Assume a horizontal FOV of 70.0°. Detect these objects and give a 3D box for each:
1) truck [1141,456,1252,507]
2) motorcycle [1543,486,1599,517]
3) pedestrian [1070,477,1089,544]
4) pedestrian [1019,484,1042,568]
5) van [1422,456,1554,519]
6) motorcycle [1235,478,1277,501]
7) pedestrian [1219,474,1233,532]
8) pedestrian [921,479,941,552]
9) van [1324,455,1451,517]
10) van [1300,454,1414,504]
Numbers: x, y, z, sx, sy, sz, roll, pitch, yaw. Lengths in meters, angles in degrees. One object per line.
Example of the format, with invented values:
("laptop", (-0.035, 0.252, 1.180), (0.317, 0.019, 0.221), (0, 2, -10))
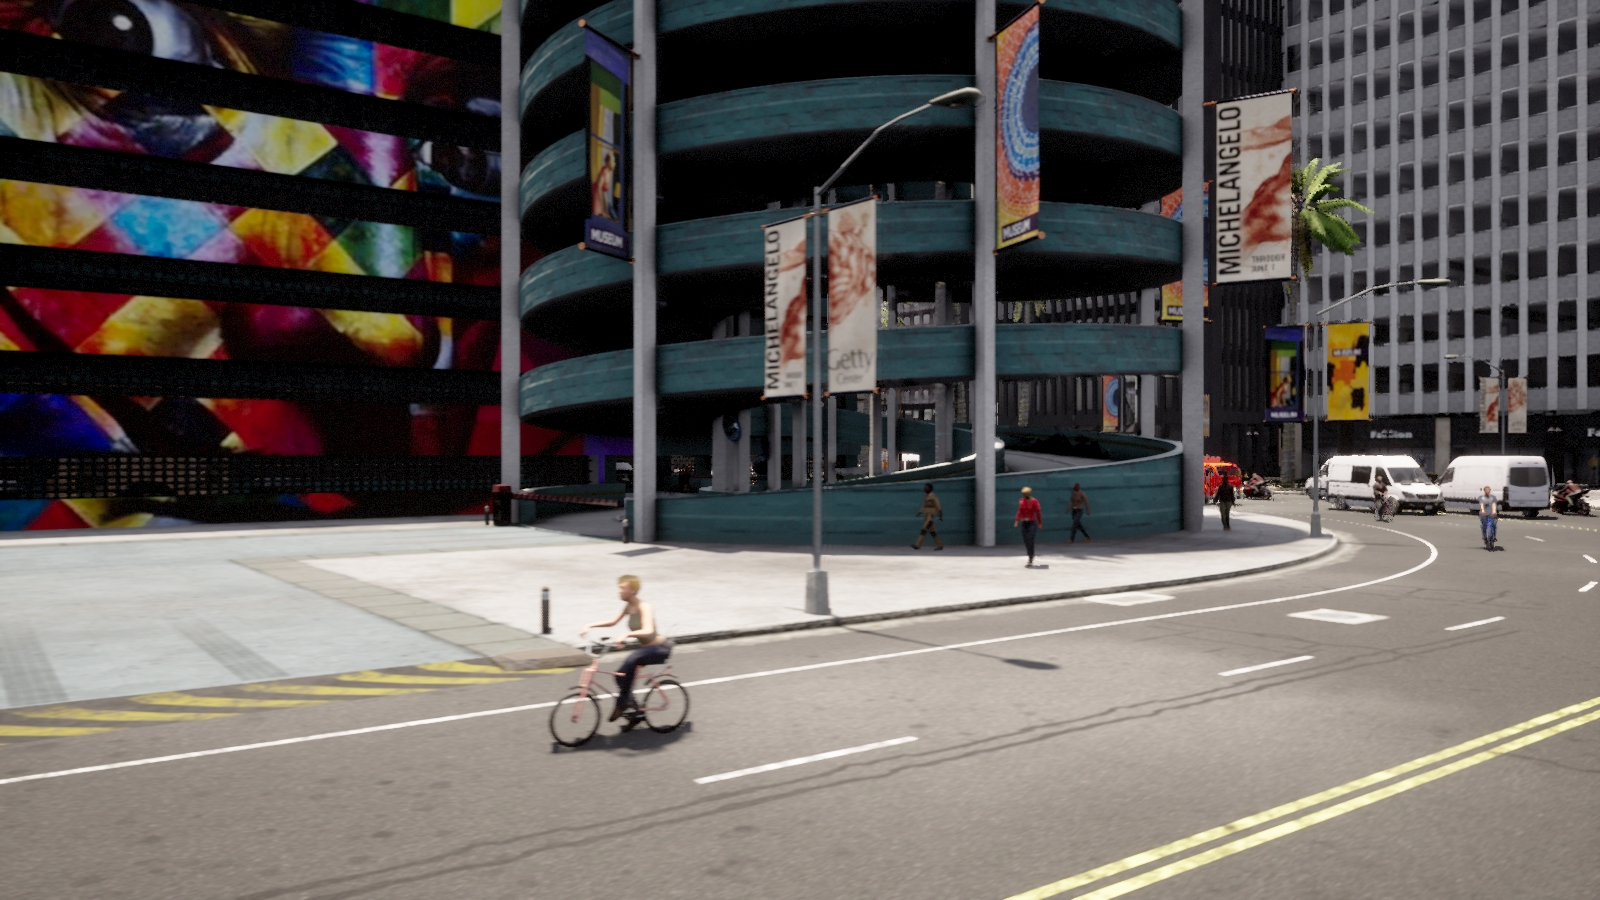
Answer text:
("truck", (20.476, 1.575, 59.255), (2.627, 2.467, 5.204), (0, 0, -22))
("motorcycle", (33.113, 2.208, 49.083), (0.867, 1.251, 2.209), (0, 0, -2))
("pedestrian", (7.842, 1.699, 32.074), (0.375, 1.860, 0.375), (0, 0, -38))
("pedestrian", (5.174, 1.698, 25.623), (0.375, 1.860, 0.375), (0, 0, 37))
("van", (29.635, 1.537, 49.503), (1.988, 2.561, 5.915), (0, 0, -2))
("motorcycle", (25.737, 2.210, 64.545), (0.867, 1.251, 2.209), (0, 0, -24))
("pedestrian", (13.782, 1.699, 36.964), (0.375, 1.860, 0.375), (0, 0, 32))
("pedestrian", (3.390, 1.699, 29.605), (0.375, 1.860, 0.375), (0, 0, -26))
("van", (26.047, 1.538, 50.971), (1.988, 2.561, 5.915), (0, 0, -8))
("van", (30.333, 1.539, 62.507), (1.988, 2.561, 5.915), (1, 0, -19))
